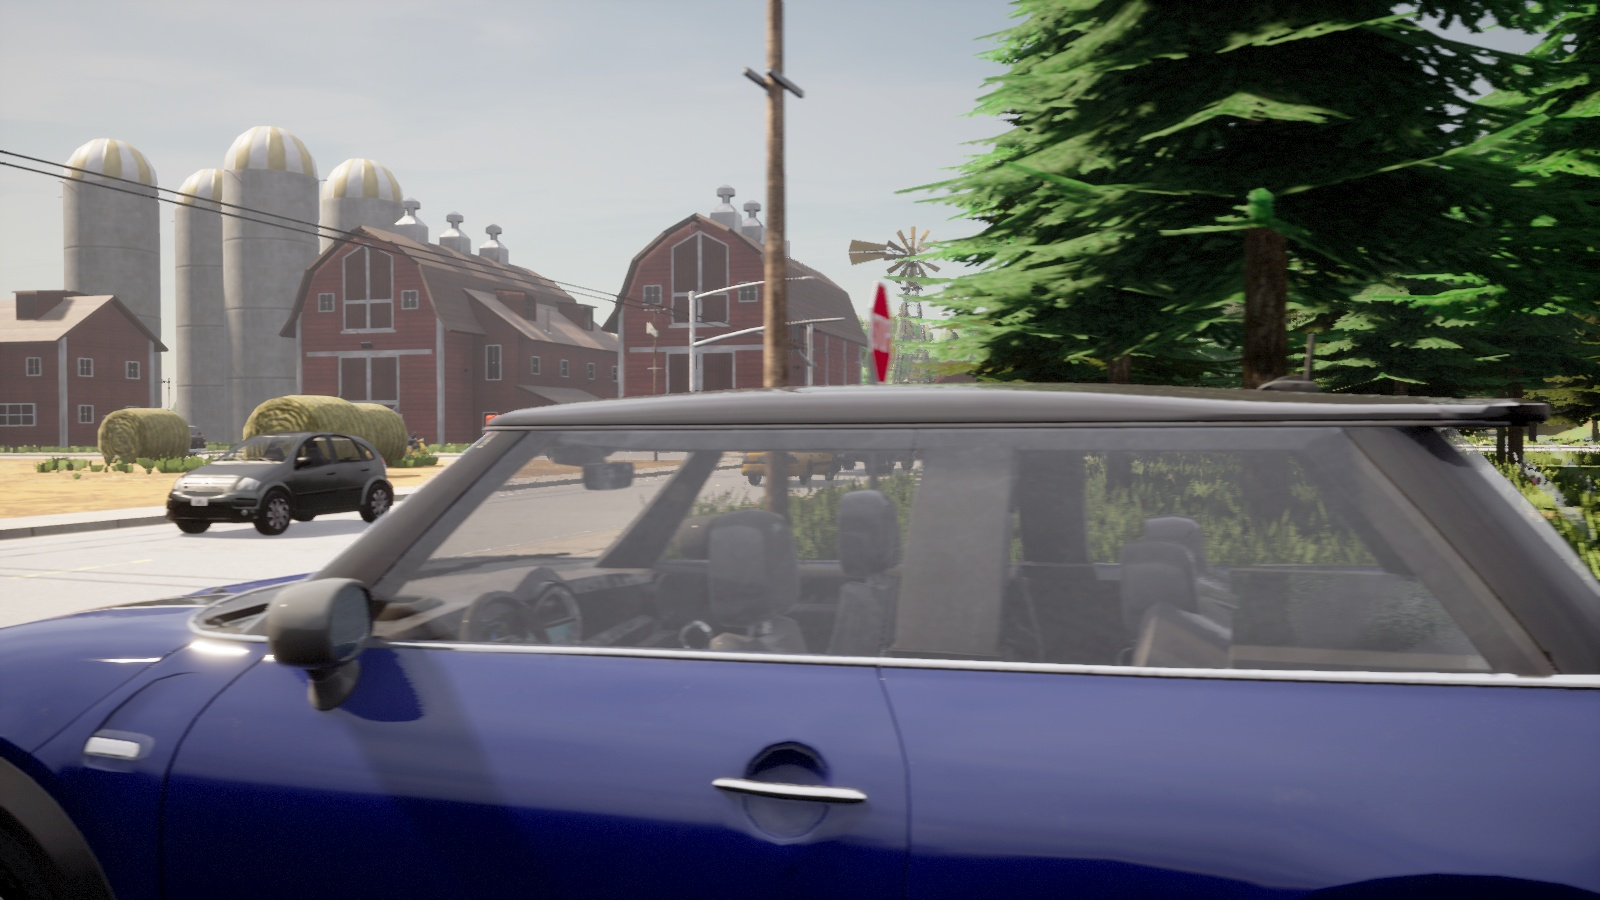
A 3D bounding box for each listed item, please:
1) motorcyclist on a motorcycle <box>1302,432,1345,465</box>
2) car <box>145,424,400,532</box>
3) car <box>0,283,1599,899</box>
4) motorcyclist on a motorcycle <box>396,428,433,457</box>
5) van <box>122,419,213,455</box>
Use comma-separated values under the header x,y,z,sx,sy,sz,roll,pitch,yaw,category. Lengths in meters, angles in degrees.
x,y,z,sx,sy,sz,roll,pitch,yaw,category
25.476,-0.094,61.193,1.817,1.590,0.866,0,1,15,motorcyclist on a motorcycle
-8.650,0.391,21.005,1.851,1.617,3.988,0,1,16,car
-0.377,0.630,3.301,4.553,1.767,2.097,0,1,19,car
-21.407,-0.407,69.731,1.817,1.590,0.866,0,1,15,motorcyclist on a motorcycle
-37.175,-0.781,73.811,4.480,2.038,2.069,0,1,15,van
